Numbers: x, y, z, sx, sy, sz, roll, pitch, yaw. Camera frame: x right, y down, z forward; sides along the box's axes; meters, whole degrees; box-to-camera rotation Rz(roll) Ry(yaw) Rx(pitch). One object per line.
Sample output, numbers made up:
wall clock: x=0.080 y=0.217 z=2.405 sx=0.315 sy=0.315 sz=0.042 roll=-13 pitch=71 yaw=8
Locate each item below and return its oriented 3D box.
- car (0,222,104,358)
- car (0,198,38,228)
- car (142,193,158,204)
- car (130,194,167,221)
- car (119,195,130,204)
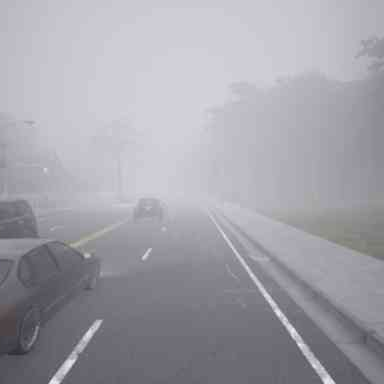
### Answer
car: x=-3.150 y=1.557 z=6.006 sx=2.033 sy=1.411 sz=5.357 roll=0 pitch=0 yaw=0
car: x=-6.598 y=1.221 z=9.803 sx=2.150 sy=2.045 sz=5.566 roll=0 pitch=0 yaw=0
car: x=-6.558 y=1.002 z=51.955 sx=1.812 sy=1.442 sz=4.674 roll=0 pitch=1 yaw=0
car: x=-3.150 y=1.186 z=25.713 sx=2.097 sy=1.767 sz=4.553 roll=0 pitch=1 yaw=0
car: x=-9.809 y=1.092 z=51.053 sx=1.895 sy=1.301 sz=4.718 roll=0 pitch=1 yaw=1
